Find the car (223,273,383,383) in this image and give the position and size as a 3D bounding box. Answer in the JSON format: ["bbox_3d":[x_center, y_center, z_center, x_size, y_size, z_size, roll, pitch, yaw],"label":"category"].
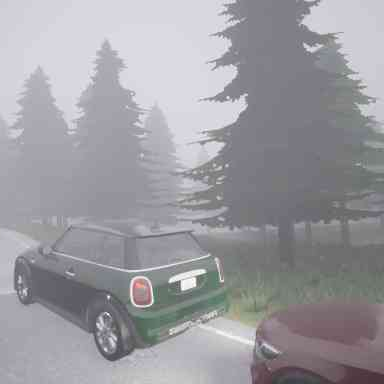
[{"bbox_3d":[2.749,1.531,2.595,4.674,1.442,1.812,1,0,36],"label":"car"}]

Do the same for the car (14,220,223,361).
[{"bbox_3d":[-1.577,1.308,6.219,4.553,1.767,2.097,1,1,44],"label":"car"}]
